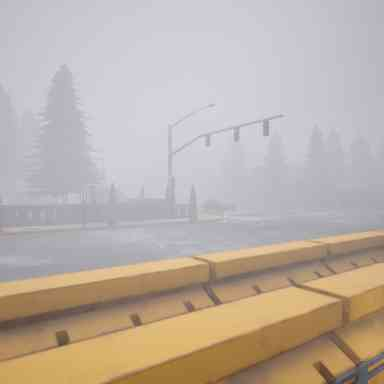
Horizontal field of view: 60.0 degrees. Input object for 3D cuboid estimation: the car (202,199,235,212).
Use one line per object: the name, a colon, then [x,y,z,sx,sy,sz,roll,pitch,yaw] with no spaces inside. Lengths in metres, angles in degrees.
car: [3.097,1.526,39.436,1.812,1.442,4.674,0,0,-36]
